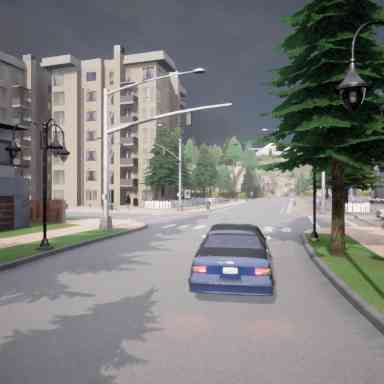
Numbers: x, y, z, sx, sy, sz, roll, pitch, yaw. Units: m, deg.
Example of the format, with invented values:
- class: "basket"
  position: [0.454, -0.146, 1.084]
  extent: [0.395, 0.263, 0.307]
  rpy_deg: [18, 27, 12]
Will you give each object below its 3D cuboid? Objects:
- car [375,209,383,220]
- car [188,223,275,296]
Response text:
- class: "car"
  position: [16.542, 1.620, 25.102]
  extent: [4.718, 1.301, 1.895]
  rpy_deg: [0, 0, 19]
- class: "car"
  position: [1.137, 1.547, 8.833]
  extent: [2.033, 1.411, 5.357]
  rpy_deg: [0, 0, 9]
